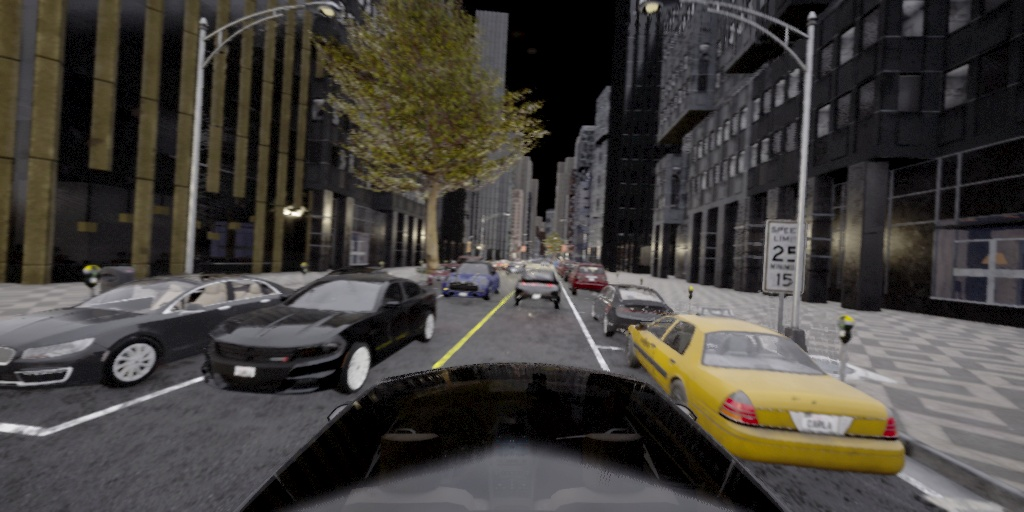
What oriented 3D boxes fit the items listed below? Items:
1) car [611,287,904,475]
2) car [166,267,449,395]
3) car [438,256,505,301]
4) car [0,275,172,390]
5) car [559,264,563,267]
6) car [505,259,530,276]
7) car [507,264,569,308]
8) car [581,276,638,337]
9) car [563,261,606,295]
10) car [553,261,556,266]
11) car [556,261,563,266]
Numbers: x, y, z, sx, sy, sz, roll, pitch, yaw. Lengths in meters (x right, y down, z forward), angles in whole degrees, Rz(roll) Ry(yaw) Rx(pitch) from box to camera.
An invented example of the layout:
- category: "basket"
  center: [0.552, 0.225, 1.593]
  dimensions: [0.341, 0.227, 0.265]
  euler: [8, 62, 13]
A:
- category: "car"
  center: [2.879, 1.441, 5.429]
  dimensions: [1.751, 1.417, 4.829]
  euler: [0, 0, 6]
- category: "car"
  center: [-2.845, 1.075, 6.608]
  dimensions: [1.882, 1.535, 5.008]
  euler: [3, 0, 5]
- category: "car"
  center: [-1.801, 1.042, 17.192]
  dimensions: [2.097, 1.767, 4.553]
  euler: [3, 0, 6]
- category: "car"
  center: [-5.609, 0.991, 6.083]
  dimensions: [2.007, 1.370, 4.403]
  euler: [0, 0, 6]
- category: "car"
  center: [5.544, 1.719, 32.691]
  dimensions: [1.948, 1.339, 4.313]
  euler: [0, 0, 6]
- category: "car"
  center: [0.452, 1.381, 39.440]
  dimensions: [2.128, 1.511, 4.902]
  euler: [3, 0, 6]
- category: "car"
  center: [1.191, 1.346, 16.076]
  dimensions: [2.128, 1.511, 4.902]
  euler: [3, 0, 6]
- category: "car"
  center: [3.399, 1.513, 10.746]
  dimensions: [2.007, 1.370, 4.403]
  euler: [0, 0, 6]
- category: "car"
  center: [4.472, 1.372, 21.718]
  dimensions: [2.192, 1.841, 5.009]
  euler: [0, 0, 6]
- category: "car"
  center: [7.153, 1.614, 49.149]
  dimensions: [2.192, 1.841, 5.009]
  euler: [0, 0, 6]
- category: "car"
  center: [6.081, 1.517, 38.177]
  dimensions: [2.192, 1.841, 5.009]
  euler: [0, 0, 6]
